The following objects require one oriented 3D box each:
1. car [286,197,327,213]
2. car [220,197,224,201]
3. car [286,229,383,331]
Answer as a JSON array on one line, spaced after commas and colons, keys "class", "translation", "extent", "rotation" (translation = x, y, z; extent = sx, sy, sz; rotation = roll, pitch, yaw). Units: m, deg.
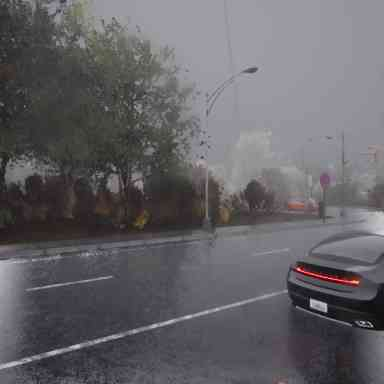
[{"class": "car", "translation": [12.594, 1.352, 36.887], "extent": [2.097, 1.767, 4.553], "rotation": [0, 0, -32]}, {"class": "car", "translation": [5.402, 1.489, 48.302], "extent": [1.837, 1.490, 4.892], "rotation": [0, 1, -32]}, {"class": "car", "translation": [3.923, 1.505, 6.537], "extent": [4.892, 1.490, 1.837], "rotation": [0, 0, -35]}]
